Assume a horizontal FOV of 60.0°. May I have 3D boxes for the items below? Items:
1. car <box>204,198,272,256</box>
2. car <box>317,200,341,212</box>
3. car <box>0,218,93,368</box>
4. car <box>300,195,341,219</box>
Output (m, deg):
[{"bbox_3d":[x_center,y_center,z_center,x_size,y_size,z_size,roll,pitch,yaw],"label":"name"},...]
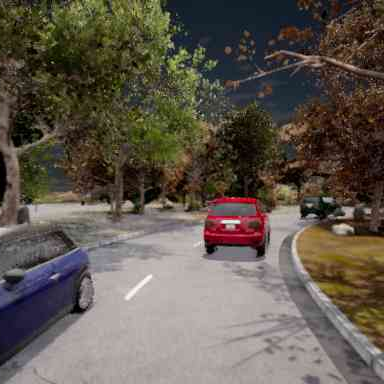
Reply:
[{"bbox_3d":[2.028,1.268,13.723,2.150,2.045,5.566,-1,0,16],"label":"car"},{"bbox_3d":[17.608,1.735,42.569,1.812,1.442,4.674,0,0,35],"label":"car"},{"bbox_3d":[-3.164,1.366,4.720,2.097,1.767,4.553,0,0,6],"label":"car"},{"bbox_3d":[11.812,1.333,30.496,2.150,2.045,5.566,-1,-1,41],"label":"car"}]
